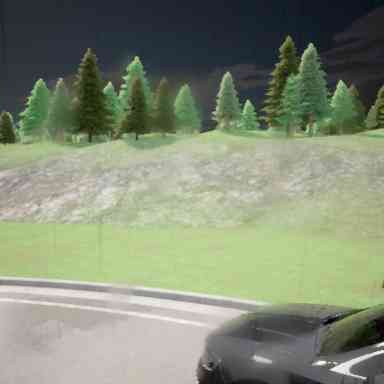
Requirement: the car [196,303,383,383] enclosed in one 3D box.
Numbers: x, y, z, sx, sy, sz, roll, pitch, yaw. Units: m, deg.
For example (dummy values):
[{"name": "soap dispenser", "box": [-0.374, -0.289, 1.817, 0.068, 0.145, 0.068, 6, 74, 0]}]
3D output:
[{"name": "car", "box": [2.265, 1.505, 2.312, 4.892, 1.490, 1.837, 0, -1, 38]}]
